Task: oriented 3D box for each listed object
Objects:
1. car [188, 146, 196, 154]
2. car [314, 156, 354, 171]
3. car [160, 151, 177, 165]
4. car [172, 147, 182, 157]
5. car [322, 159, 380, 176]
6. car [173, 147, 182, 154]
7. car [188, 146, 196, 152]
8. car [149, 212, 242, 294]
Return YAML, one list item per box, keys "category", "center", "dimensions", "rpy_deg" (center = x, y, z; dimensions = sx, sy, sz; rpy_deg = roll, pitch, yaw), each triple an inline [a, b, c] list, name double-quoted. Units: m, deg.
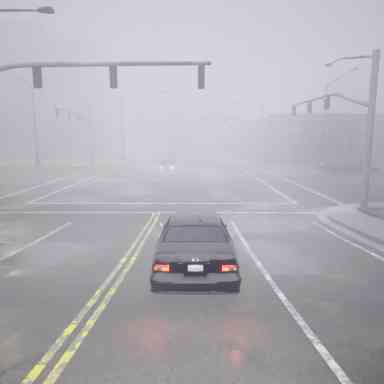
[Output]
- category: "car"
  center: [0.018, -10.331, 81.111]
  dimensions: [2.097, 1.767, 4.553]
  rpy_deg: [0, 9, 0]
- category: "car"
  center: [16.194, -3.198, 37.352]
  dimensions: [4.553, 1.767, 2.097]
  rpy_deg: [0, 9, 0]
- category: "car"
  center: [-3.583, -4.710, 47.711]
  dimensions: [1.812, 1.442, 4.674]
  rpy_deg: [0, 9, 0]
- category: "car"
  center: [-3.488, -8.029, 68.222]
  dimensions: [2.033, 1.411, 5.357]
  rpy_deg: [0, 9, 0]
- category: "car"
  center: [16.332, -2.392, 33.940]
  dimensions: [4.718, 1.301, 1.895]
  rpy_deg: [0, 9, 0]
- category: "car"
  center: [-3.482, -9.844, 79.070]
  dimensions: [1.837, 1.490, 4.892]
  rpy_deg: [0, 9, 0]
- category: "car"
  center: [0.021, -11.818, 91.169]
  dimensions: [1.994, 1.385, 4.181]
  rpy_deg: [0, 9, 0]
- category: "car"
  center: [0.076, 1.216, 8.422]
  dimensions: [2.033, 1.411, 5.357]
  rpy_deg: [0, 4, 0]
